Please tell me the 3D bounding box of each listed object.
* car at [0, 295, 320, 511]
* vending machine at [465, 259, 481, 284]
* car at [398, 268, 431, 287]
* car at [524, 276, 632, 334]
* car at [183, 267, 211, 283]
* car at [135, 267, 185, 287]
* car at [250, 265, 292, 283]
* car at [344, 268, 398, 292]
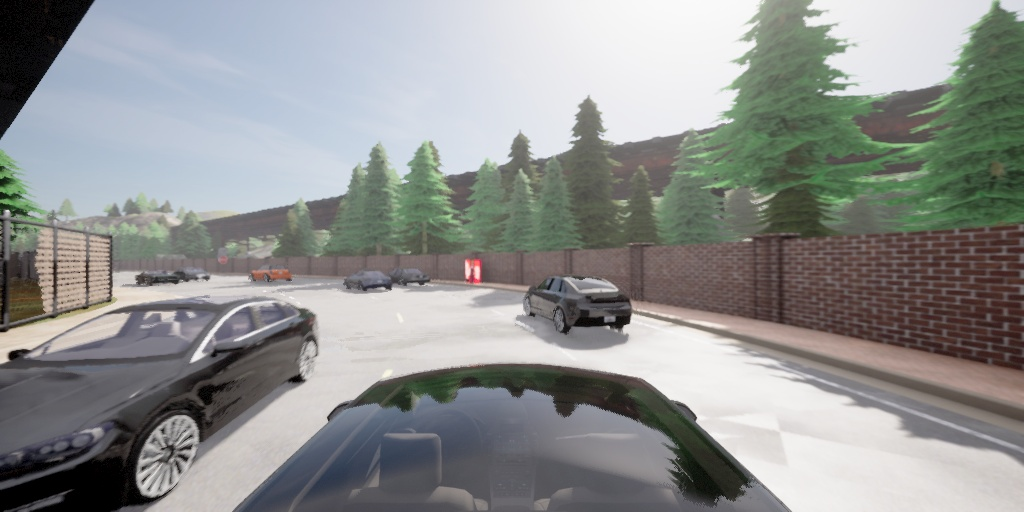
[{"bbox_3d":[-4.015,1.297,4.368,2.128,1.511,4.902,0,-1,-9],"label":"car"},{"bbox_3d":[-3.070,1.250,28.506,1.100,2.100,0.880,0,0,-41],"label":"vending machine"},{"bbox_3d":[-8.633,1.639,28.516,5.357,1.411,2.033,-1,-1,43],"label":"car"},{"bbox_3d":[1.789,1.343,11.188,1.837,1.490,4.892,0,-1,-15],"label":"car"},{"bbox_3d":[-32.063,1.818,35.893,4.902,1.511,2.128,-1,-1,32],"label":"car"},{"bbox_3d":[-30.173,1.858,30.548,4.718,1.301,1.895,-1,-1,32],"label":"car"},{"bbox_3d":[-23.382,1.607,34.672,4.553,1.767,2.097,-1,-1,33],"label":"car"},{"bbox_3d":[-9.913,1.624,24.609,1.994,1.385,4.181,0,-1,-43],"label":"car"}]
